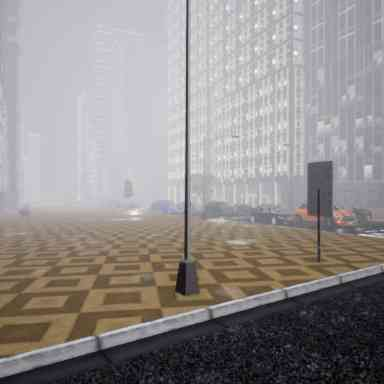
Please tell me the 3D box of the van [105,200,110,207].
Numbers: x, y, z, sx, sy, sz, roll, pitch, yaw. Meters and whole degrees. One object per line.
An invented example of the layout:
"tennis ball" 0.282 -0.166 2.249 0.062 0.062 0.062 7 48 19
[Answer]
"van" -18.282 2.634 76.597 1.690 1.788 3.998 -1 -1 -26

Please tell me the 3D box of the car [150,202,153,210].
"car" -5.608 2.342 56.507 1.882 1.535 5.008 0 -1 -26

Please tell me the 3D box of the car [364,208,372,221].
"car" 13.679 1.853 29.561 2.008 1.369 4.403 -1 -1 -26

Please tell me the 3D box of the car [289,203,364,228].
"car" 9.697 1.576 24.458 2.097 1.767 4.553 0 -1 -25

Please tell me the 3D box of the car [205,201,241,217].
"car" 3.193 1.841 38.021 2.097 1.767 4.553 0 -1 -26

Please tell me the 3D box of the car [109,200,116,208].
"car" -15.838 2.731 71.529 1.887 1.381 4.507 -1 -1 -26

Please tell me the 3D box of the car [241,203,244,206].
"car" 6.357 2.168 44.762 1.947 1.339 4.313 -1 -1 -26

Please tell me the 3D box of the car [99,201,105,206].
"car" -23.159 3.053 86.729 1.887 1.381 4.507 -1 -1 -26

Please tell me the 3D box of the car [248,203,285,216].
"car" 8.798 2.067 39.695 1.947 1.339 4.313 -1 -1 -26

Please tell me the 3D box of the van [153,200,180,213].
"van" -3.638 2.005 46.196 1.690 1.788 3.998 -1 -1 -26

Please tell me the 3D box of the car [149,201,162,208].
"car" -8.287 2.808 75.164 1.802 1.307 4.206 -1 -1 -26

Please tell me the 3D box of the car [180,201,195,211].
"car" -1.123 2.307 54.194 1.837 1.490 4.892 0 -1 -24

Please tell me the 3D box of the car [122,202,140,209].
"car" -10.956 2.525 61.394 2.008 1.369 4.403 -1 -1 -26

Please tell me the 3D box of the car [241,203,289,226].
"car" 6.129 1.813 25.924 2.008 1.369 4.403 -1 -1 -26

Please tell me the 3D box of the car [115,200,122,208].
"car" -13.324 2.602 66.309 1.752 1.417 4.829 -1 -1 -26

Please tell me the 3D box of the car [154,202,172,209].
"car" -5.602 2.593 63.416 1.895 1.301 4.718 0 -1 -26
